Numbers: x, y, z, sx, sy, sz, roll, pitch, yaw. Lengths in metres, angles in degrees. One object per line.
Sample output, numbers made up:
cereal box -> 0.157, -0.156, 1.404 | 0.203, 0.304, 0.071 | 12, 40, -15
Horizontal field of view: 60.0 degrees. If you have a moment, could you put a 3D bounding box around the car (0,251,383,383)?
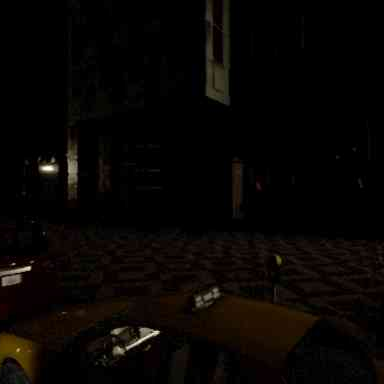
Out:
car -> -0.102, 1.537, 3.033 | 4.829, 1.417, 1.752 | -1, 0, 35

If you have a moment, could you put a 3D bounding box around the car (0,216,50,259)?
car -> -4.538, 1.371, 6.169 | 5.009, 1.841, 2.192 | -1, 0, 35
